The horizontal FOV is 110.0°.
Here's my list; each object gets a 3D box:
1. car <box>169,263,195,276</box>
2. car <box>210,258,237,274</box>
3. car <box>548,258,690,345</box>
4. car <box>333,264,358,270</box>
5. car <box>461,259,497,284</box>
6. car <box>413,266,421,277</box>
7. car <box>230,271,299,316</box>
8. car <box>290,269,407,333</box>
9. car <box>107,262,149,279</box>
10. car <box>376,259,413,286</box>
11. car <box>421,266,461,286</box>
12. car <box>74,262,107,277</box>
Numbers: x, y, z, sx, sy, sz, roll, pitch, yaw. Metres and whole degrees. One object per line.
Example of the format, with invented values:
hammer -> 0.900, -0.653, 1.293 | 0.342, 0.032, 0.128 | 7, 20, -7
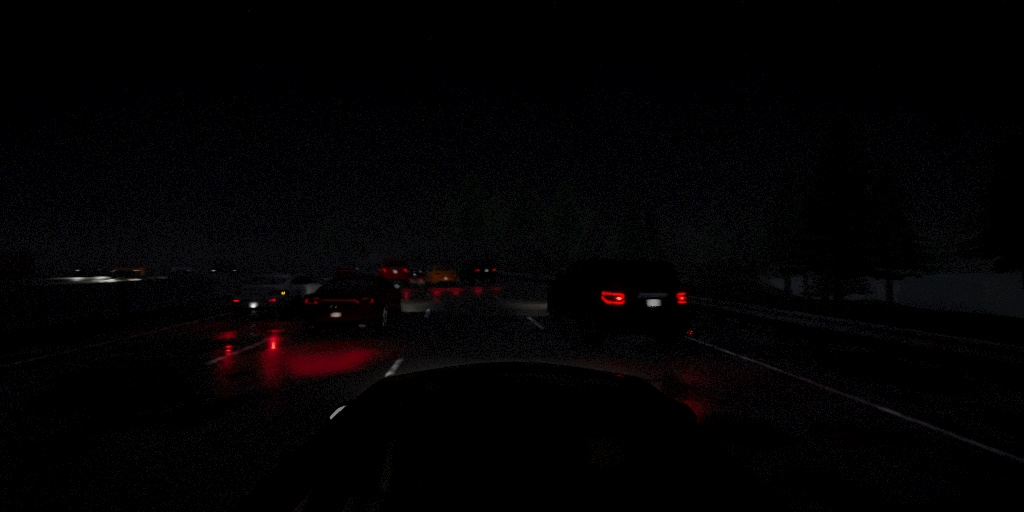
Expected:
car -> -36.527, 1.474, 39.837 | 1.812, 1.442, 4.674 | 1, -1, -40
car -> -34.127, 1.222, 42.451 | 2.150, 2.045, 5.566 | 1, -1, -40
car -> 2.603, 1.095, 10.145 | 2.150, 2.045, 5.566 | 1, -1, -8
car -> -15.050, 1.494, 32.448 | 1.882, 1.535, 5.008 | 1, -1, -25
car -> -3.043, 1.312, 31.247 | 2.150, 2.045, 5.566 | 1, -1, -22
car -> -11.694, 1.748, 40.996 | 1.895, 1.301, 4.718 | 1, -1, -29
car -> -8.675, 1.359, 13.712 | 1.812, 1.442, 4.674 | 1, -1, -11
car -> -4.664, 1.309, 11.139 | 1.882, 1.535, 5.008 | 1, -1, -9
car -> -37.097, 1.361, 34.926 | 1.882, 1.535, 5.008 | 1, -1, -37
car -> -9.317, 1.229, 28.067 | 2.150, 2.045, 5.566 | 1, -1, -21
car -> -5.698, 1.514, 28.360 | 1.882, 1.535, 5.008 | 1, -1, -21
car -> -43.320, 1.389, 37.064 | 1.812, 1.442, 4.674 | 1, -1, -42
